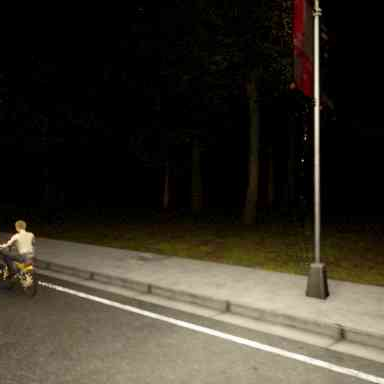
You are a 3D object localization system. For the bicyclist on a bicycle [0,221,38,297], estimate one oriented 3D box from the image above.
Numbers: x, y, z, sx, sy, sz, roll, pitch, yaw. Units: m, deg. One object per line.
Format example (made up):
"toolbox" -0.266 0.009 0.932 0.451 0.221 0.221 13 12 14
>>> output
"bicyclist on a bicycle" -3.838 1.437 7.375 1.509 1.612 0.866 0 0 36
